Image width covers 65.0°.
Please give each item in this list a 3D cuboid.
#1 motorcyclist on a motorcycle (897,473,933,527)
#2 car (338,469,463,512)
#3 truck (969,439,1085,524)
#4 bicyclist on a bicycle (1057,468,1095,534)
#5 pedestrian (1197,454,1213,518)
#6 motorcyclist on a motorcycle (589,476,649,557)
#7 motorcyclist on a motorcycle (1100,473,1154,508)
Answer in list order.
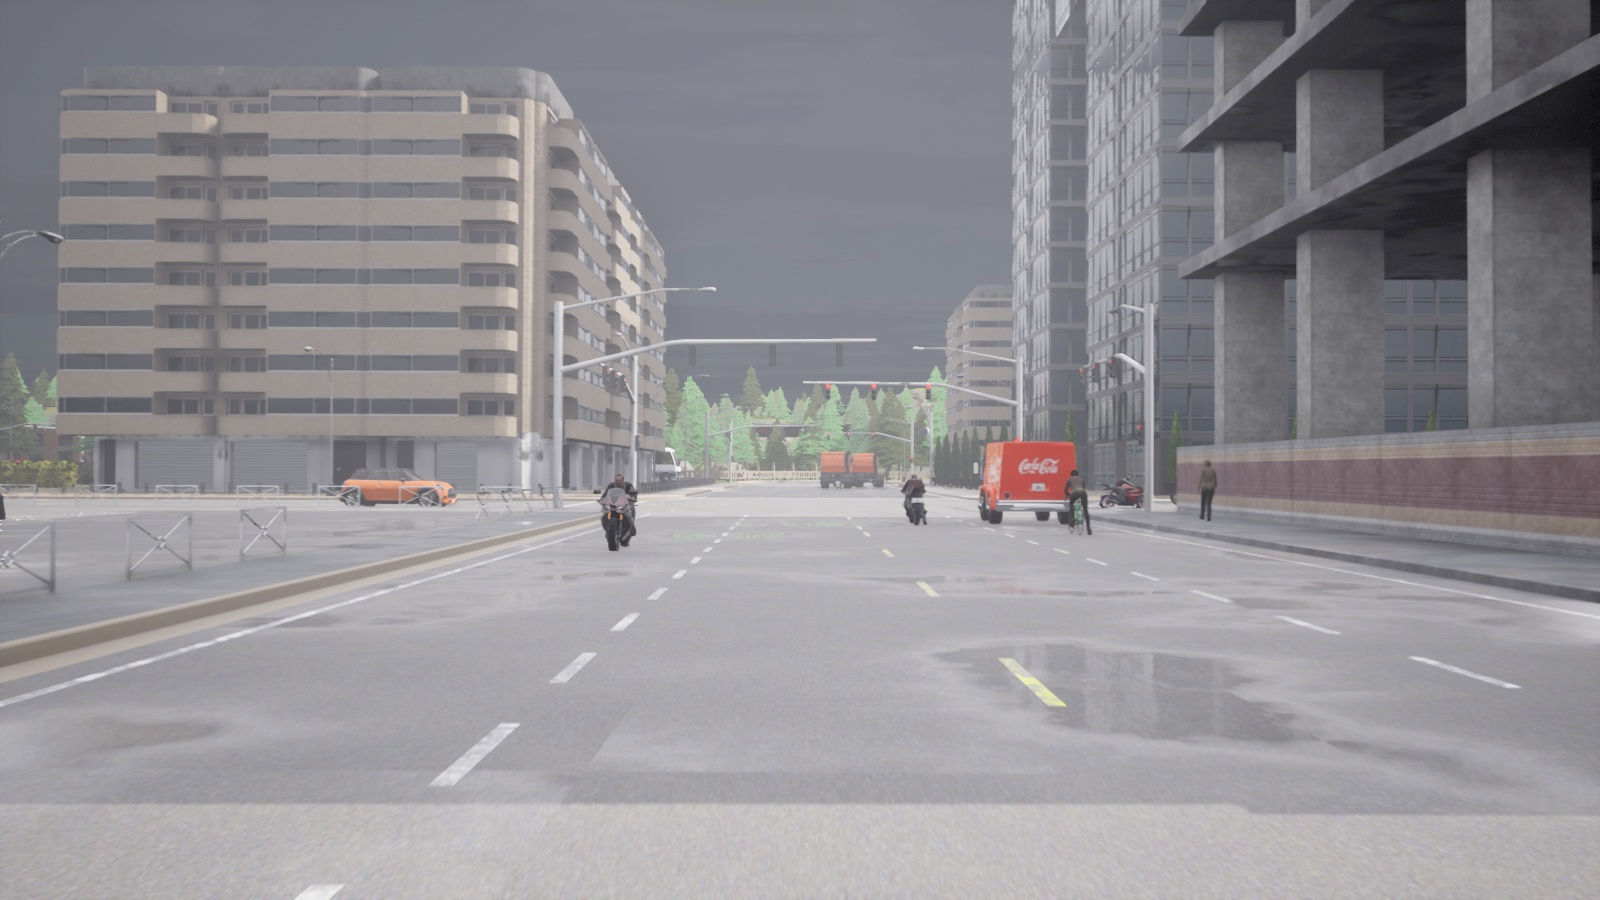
[{"bbox_3d":[3.408,1.462,37.382,0.866,1.530,2.191,0,-1,0],"label":"motorcyclist on a motorcycle"},{"bbox_3d":[-16.576,1.670,52.267,4.553,1.767,2.097,0,-1,0],"label":"car"},{"bbox_3d":[6.903,0.952,38.926,2.627,2.467,5.204,0,-1,0],"label":"truck"},{"bbox_3d":[6.922,1.268,31.570,0.582,1.620,1.656,0,-1,0],"label":"bicyclist on a bicycle"},{"bbox_3d":[11.812,1.038,36.624,0.331,1.846,0.634,0,-1,8],"label":"pedestrian"},{"bbox_3d":[-3.561,1.280,24.850,0.866,1.530,2.191,0,-1,0],"label":"motorcyclist on a motorcycle"},{"bbox_3d":[14.512,1.780,55.727,2.191,1.530,0.866,0,-1,3],"label":"motorcyclist on a motorcycle"}]
